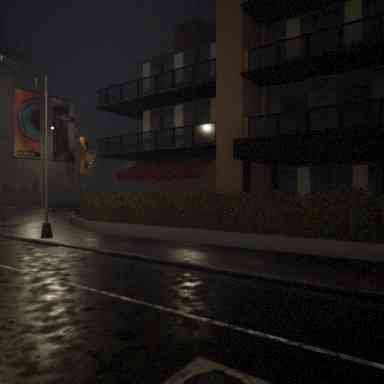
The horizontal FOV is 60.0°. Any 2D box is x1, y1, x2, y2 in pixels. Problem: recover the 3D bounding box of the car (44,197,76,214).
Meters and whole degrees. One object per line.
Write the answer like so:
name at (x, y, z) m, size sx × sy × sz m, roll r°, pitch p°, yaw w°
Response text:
car at (-12.955, 1.504, 35.823) m, size 1.837 × 1.490 × 4.892 m, roll 0°, pitch 0°, yaw 36°
